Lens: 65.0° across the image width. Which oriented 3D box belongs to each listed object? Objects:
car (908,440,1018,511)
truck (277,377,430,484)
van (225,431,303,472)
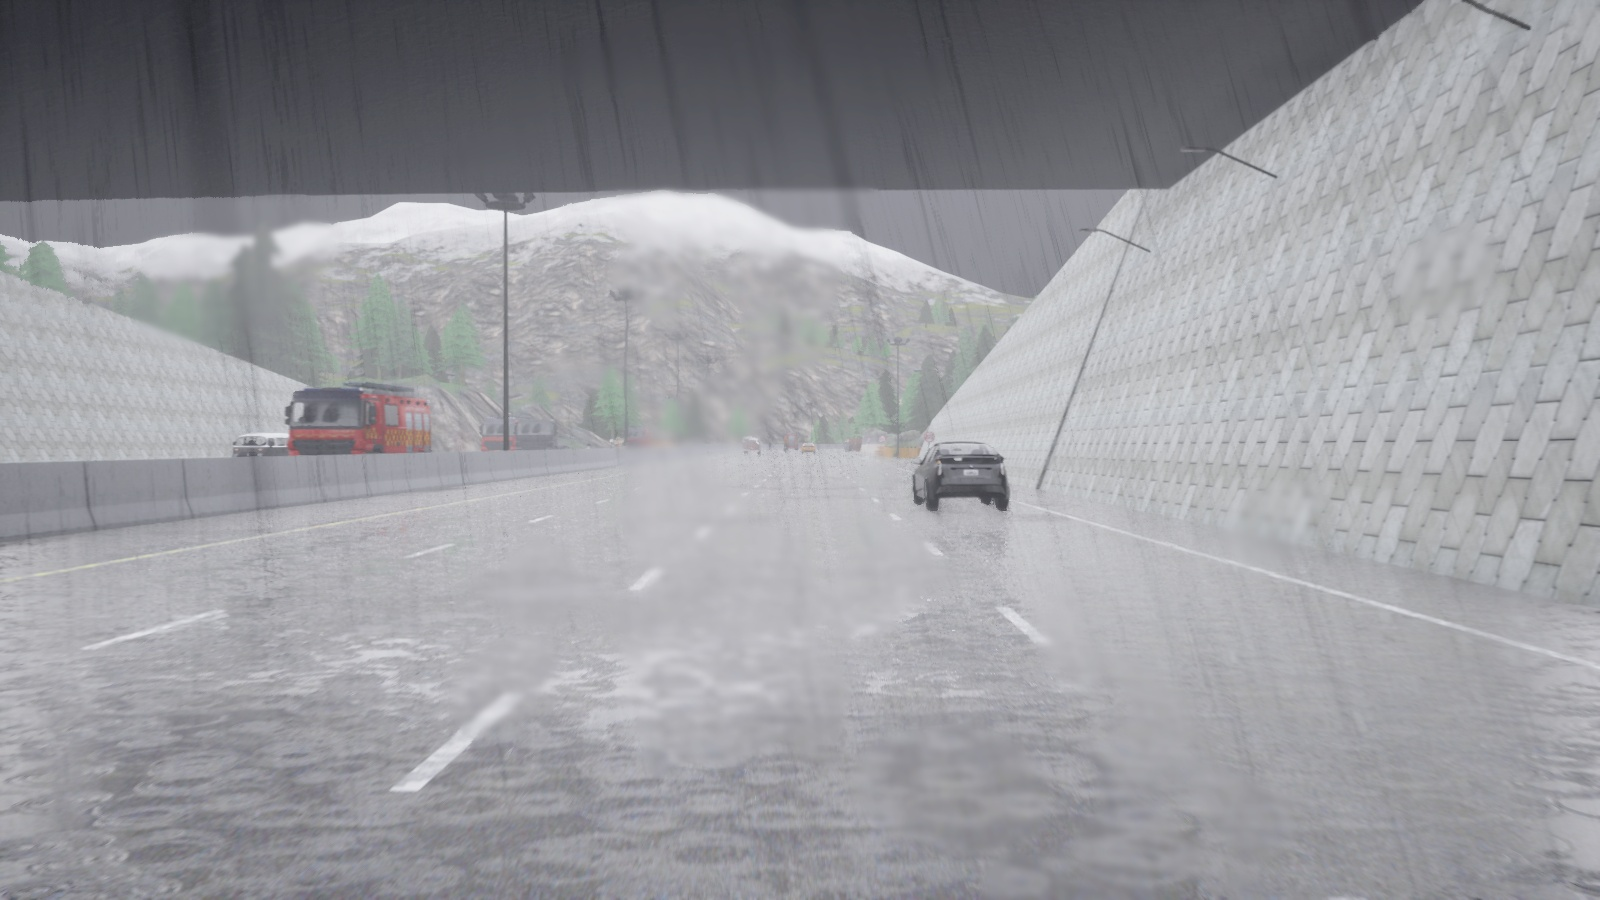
[{"bbox_3d":[3.692,0.531,29.260,2.007,1.525,4.514,0,0,0],"label":"car"},{"bbox_3d":[-17.173,-0.708,49.044,2.891,3.827,8.468,0,0,0],"label":"truck"},{"bbox_3d":[-27.567,0.083,64.747,2.069,2.038,4.480,0,0,0],"label":"van"}]
